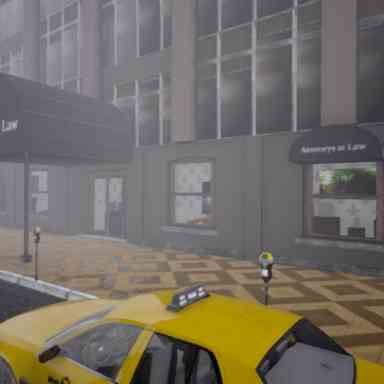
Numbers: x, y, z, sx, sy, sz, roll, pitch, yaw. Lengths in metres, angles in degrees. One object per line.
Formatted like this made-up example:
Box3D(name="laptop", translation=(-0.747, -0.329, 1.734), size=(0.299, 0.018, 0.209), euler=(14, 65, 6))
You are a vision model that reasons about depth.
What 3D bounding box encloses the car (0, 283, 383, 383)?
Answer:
Box3D(name="car", translation=(-0.239, 1.524, 3.041), size=(4.829, 1.417, 1.752), euler=(0, 0, 36))
